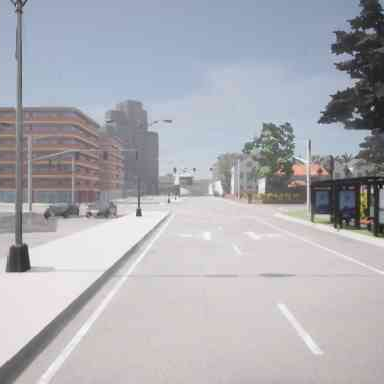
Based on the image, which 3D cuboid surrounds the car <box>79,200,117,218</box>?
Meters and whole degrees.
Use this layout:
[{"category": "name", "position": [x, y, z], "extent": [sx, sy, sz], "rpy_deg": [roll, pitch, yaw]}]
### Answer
[{"category": "car", "position": [-8.000, 1.519, 29.750], "extent": [2.128, 1.511, 4.902], "rpy_deg": [0, 0, 0]}]

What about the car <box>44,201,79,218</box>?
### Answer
[{"category": "car", "position": [-11.500, 1.558, 29.750], "extent": [1.812, 1.442, 4.674], "rpy_deg": [0, 0, 0]}]
